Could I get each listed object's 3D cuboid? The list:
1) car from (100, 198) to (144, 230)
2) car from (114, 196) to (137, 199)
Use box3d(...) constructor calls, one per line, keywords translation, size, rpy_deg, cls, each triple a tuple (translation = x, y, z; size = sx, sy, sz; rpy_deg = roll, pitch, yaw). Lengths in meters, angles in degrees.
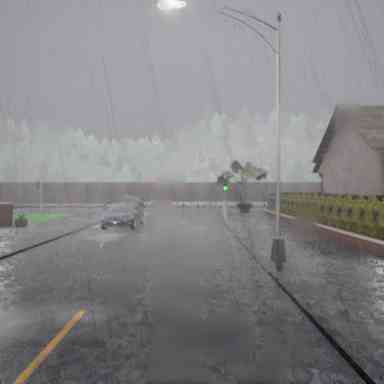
box3d(translation=(-4.010, 1.349, 19.756), size=(1.837, 1.490, 4.892), rpy_deg=(0, 0, 0), cls="car")
box3d(translation=(-8.113, 1.186, 39.179), size=(4.892, 1.490, 1.837), rpy_deg=(1, -1, 14), cls="car")
